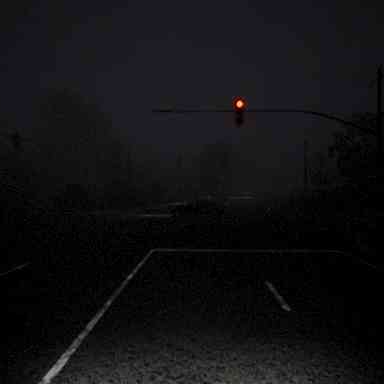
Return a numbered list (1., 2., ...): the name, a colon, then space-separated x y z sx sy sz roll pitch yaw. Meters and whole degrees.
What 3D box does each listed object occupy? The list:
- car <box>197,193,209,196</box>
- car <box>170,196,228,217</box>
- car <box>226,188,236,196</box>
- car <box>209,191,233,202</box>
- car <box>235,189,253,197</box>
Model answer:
1. car: 1.860 1.010 57.110 1.837 1.490 4.892 0 2 21
2. car: 0.526 1.412 30.453 5.008 1.535 1.882 0 0 3
3. car: 8.293 0.035 71.267 2.097 1.767 4.553 0 4 28
4. car: 4.877 1.096 55.254 1.994 1.385 4.181 0 2 21
5. car: 11.168 0.236 69.236 1.812 1.442 4.674 0 4 28
